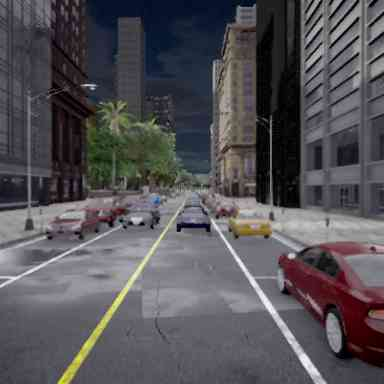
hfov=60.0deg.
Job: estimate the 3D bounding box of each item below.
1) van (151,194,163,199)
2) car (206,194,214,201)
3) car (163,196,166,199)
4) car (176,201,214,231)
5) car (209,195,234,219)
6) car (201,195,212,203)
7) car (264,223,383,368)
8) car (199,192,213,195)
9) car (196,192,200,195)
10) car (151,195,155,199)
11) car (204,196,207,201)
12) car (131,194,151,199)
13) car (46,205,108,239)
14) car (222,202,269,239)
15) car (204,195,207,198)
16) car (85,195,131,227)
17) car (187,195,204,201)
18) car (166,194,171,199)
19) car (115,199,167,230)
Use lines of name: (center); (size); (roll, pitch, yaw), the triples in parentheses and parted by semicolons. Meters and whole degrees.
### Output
van: (-5.770, 1.166, 49.224); (1.690, 1.788, 3.998); (0, 0, 0)
car: (2.757, 1.318, 32.935); (1.967, 1.590, 4.097); (0, 0, 0)
car: (-5.770, 1.247, 54.651); (1.967, 1.590, 4.097); (0, 0, 0)
car: (0.083, 1.488, 20.005); (1.994, 1.385, 4.181); (0, 0, 0)
car: (2.757, 1.337, 27.510); (1.967, 1.590, 4.097); (0, 0, 0)
car: (2.756, 1.335, 65.486); (1.947, 1.339, 4.313); (0, 0, 0)
car: (2.759, 1.521, 5.811); (1.887, 1.381, 4.507); (0, 0, 0)
car: (2.755, 1.122, 54.635); (2.192, 1.841, 5.009); (0, 0, 0)
car: (2.754, 1.236, 91.923); (1.947, 1.339, 4.313); (0, 0, 0)
car: (-5.768, 1.405, 38.373); (1.887, 1.381, 4.507); (0, 0, 0)
car: (2.756, 1.405, 38.361); (1.887, 1.381, 4.507); (0, 0, 0)
car: (-5.769, 1.193, 32.946); (2.192, 1.841, 5.009); (0, 0, 0)
car: (-5.767, 1.517, 16.669); (1.802, 1.307, 4.206); (0, 0, 0)
car: (2.758, 1.460, 16.831); (1.752, 1.417, 4.829); (0, 0, 0)
car: (2.757, 1.394, 43.785); (2.008, 1.369, 4.403); (0, 0, 0)
car: (-5.768, 1.231, 22.094); (2.192, 1.841, 5.009); (0, 0, 0)
car: (0.097, 1.402, 40.074); (2.033, 1.411, 5.357); (0, 0, 0)
car: (-5.770, 1.351, 65.504); (1.802, 1.307, 4.206); (0, 0, 0)
car: (-3.021, 1.414, 20.675); (2.128, 1.511, 4.902); (0, 0, 0)
